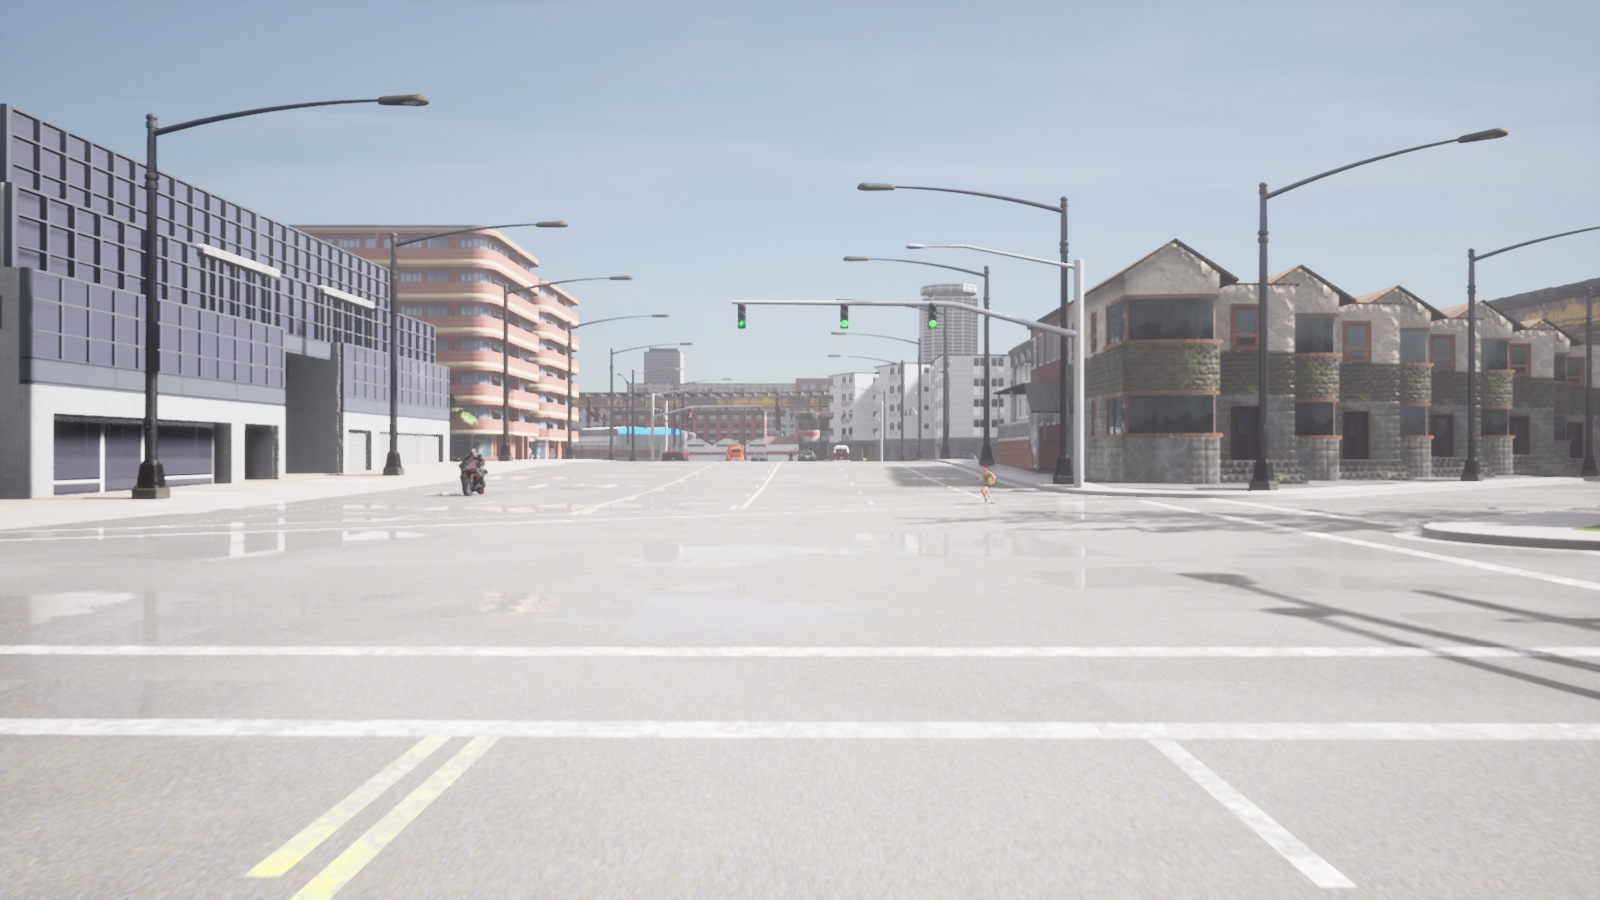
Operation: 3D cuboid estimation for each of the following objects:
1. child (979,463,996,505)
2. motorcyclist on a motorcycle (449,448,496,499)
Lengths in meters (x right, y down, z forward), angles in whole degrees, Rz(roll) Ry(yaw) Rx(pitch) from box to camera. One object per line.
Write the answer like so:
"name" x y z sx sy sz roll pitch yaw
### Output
"child" 5.004 0.905 33.515 0.394 1.110 0.255 0 0 -27
"motorcyclist on a motorcycle" -10.266 0.725 39.421 0.866 1.530 2.191 -1 0 0
